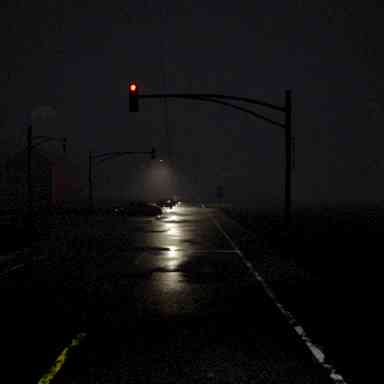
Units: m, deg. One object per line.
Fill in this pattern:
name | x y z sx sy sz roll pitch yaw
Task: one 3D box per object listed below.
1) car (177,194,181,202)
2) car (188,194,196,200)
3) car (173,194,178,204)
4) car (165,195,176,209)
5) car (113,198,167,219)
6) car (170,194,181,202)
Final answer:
car | -3.562 1.416 62.482 1.882 1.535 5.008 0 0 1
car | -0.004 1.387 86.362 1.837 1.490 4.892 0 0 0
car | -3.581 1.479 53.131 1.812 1.442 4.674 0 0 0
car | -3.591 1.530 44.470 1.994 1.385 4.181 0 0 0
car | -4.712 1.502 28.897 4.181 1.385 1.994 1 0 -38
car | -3.501 1.266 72.458 2.097 1.767 4.553 0 0 0
